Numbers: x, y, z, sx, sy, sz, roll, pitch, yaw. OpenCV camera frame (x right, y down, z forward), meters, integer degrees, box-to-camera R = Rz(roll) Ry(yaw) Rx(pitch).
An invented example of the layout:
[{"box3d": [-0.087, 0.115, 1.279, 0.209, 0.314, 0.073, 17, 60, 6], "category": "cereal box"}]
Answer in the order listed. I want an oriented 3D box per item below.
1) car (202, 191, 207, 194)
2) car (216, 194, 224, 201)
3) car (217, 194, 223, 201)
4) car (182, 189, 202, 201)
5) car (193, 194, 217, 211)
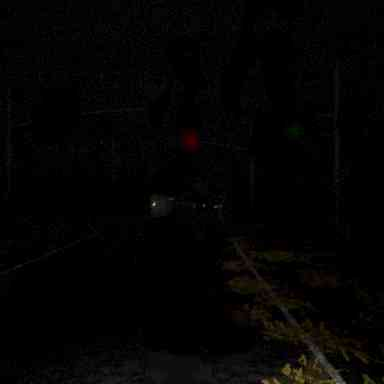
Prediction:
[{"box3d": [2.113, 0.837, 70.577, 2.150, 2.045, 5.566, 0, -2, 8], "category": "car"}, {"box3d": [6.694, 1.321, 78.745, 1.882, 1.535, 5.008, 0, -1, 6], "category": "car"}, {"box3d": [5.376, 1.089, 68.663, 1.812, 1.442, 4.674, 0, -2, 8], "category": "car"}, {"box3d": [-0.164, 0.492, 54.759, 2.150, 2.045, 5.566, 0, 0, 8], "category": "car"}, {"box3d": [1.461, 1.335, 37.832, 1.994, 1.385, 4.181, 0, 3, 5], "category": "car"}]
